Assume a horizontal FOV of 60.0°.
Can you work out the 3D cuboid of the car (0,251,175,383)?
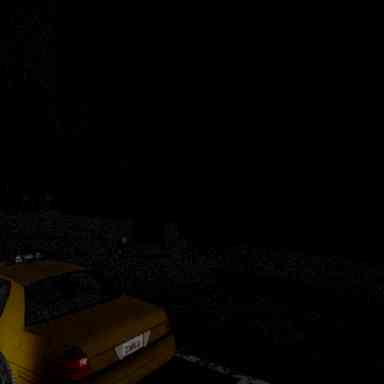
[{"bbox_3d":[-2.477,1.525,4.726,4.829,1.417,1.752,0,0,35],"label":"car"}]
